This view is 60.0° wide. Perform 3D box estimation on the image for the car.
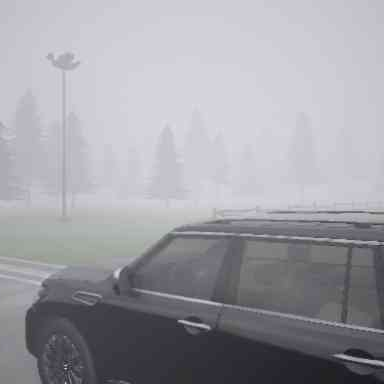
[{"bbox_3d":[0.686,1.222,3.344,5.566,2.045,2.150,-1,0,34],"label":"car"}]
